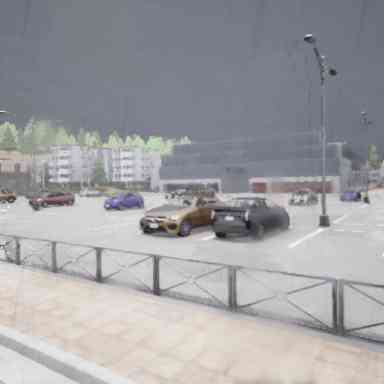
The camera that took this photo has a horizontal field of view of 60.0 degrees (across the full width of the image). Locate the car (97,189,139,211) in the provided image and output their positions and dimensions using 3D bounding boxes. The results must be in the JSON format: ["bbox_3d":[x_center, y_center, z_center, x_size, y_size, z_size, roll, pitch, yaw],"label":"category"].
[{"bbox_3d":[-5.820,0.754,28.234,1.845,1.501,3.633,0,2,33],"label":"car"}]

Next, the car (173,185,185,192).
[{"bbox_3d":[-1.281,0.004,46.950,1.905,1.878,3.866,0,2,33],"label":"car"}]

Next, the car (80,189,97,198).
[{"bbox_3d":[-17.493,0.189,57.263,1.970,1.475,3.806,0,2,33],"label":"car"}]

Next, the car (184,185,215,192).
[{"bbox_3d":[1.372,0.010,45.695,1.932,1.855,4.605,0,2,33],"label":"car"}]

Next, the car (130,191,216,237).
[{"bbox_3d":[-0.155,0.970,15.308,2.152,1.636,5.027,0,2,33],"label":"car"}]

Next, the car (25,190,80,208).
[{"bbox_3d":[-14.138,0.742,33.771,2.007,1.523,4.514,0,2,33],"label":"car"}]

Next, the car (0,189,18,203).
[{"bbox_3d":[-24.148,0.534,41.219,1.932,1.855,4.605,0,2,33],"label":"car"}]

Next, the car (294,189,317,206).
[{"bbox_3d":[10.242,0.494,30.803,1.970,1.475,3.806,0,2,33],"label":"car"}]

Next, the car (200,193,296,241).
[{"bbox_3d":[2.493,0.974,13.624,2.007,1.523,4.514,0,2,33],"label":"car"}]

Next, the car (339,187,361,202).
[{"bbox_3d":[16.814,0.270,35.354,1.845,1.501,3.633,0,2,33],"label":"car"}]
